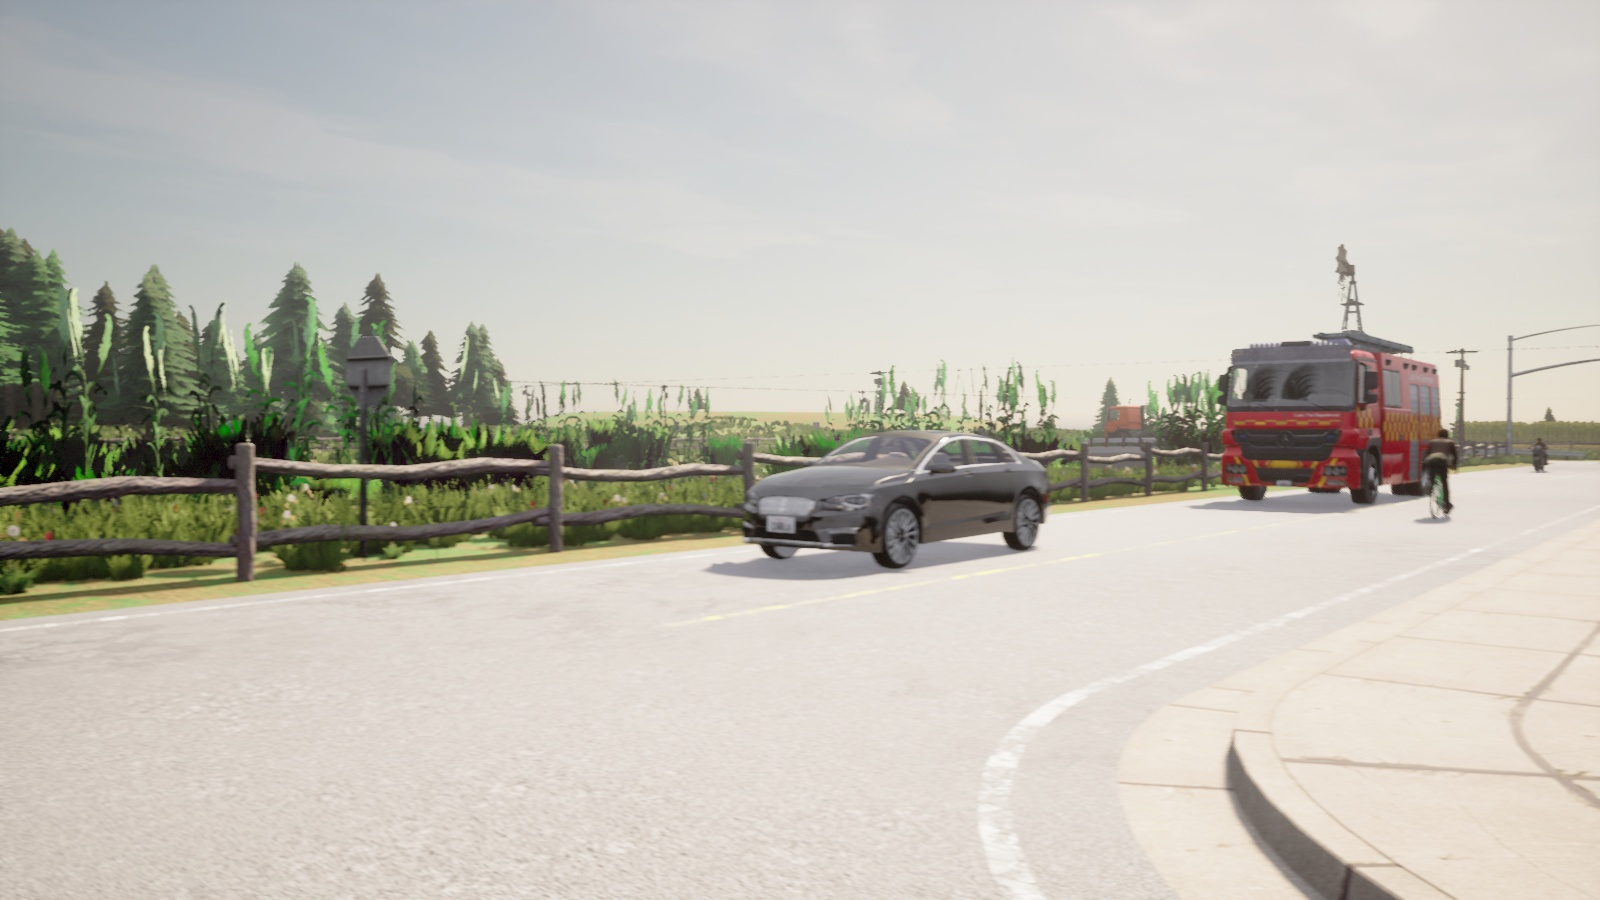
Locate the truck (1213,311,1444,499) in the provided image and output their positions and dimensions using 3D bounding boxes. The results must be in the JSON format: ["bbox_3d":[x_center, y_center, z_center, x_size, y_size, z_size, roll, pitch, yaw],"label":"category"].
[{"bbox_3d":[12.767,-0.982,29.794,2.891,3.827,8.468,0,1,38],"label":"truck"}]

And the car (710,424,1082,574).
[{"bbox_3d":[1.353,0.456,15.231,2.128,1.511,4.902,0,1,38],"label":"car"}]

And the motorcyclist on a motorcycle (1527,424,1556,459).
[{"bbox_3d":[32.309,-0.378,54.717,0.797,1.523,2.044,0,1,38],"label":"motorcyclist on a motorcycle"}]

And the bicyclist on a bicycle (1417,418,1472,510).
[{"bbox_3d":[11.667,0.235,22.715,0.582,1.620,1.656,0,1,38],"label":"bicyclist on a bicycle"}]
